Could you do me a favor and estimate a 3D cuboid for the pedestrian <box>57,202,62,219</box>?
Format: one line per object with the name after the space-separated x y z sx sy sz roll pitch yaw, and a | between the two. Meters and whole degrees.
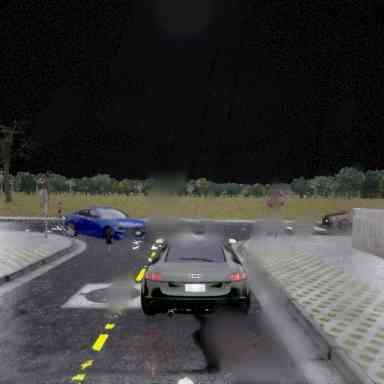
-9.719 0.998 24.448 0.375 1.860 0.375 0 -1 0 | pedestrian

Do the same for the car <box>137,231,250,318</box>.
0.087 1.562 7.537 1.994 1.385 4.181 0 0 1 | car

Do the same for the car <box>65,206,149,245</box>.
-4.116 1.458 15.808 5.008 1.535 1.882 1 -1 42 | car

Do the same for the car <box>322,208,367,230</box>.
10.762 1.724 21.711 4.181 1.385 1.994 1 0 -1 | car
